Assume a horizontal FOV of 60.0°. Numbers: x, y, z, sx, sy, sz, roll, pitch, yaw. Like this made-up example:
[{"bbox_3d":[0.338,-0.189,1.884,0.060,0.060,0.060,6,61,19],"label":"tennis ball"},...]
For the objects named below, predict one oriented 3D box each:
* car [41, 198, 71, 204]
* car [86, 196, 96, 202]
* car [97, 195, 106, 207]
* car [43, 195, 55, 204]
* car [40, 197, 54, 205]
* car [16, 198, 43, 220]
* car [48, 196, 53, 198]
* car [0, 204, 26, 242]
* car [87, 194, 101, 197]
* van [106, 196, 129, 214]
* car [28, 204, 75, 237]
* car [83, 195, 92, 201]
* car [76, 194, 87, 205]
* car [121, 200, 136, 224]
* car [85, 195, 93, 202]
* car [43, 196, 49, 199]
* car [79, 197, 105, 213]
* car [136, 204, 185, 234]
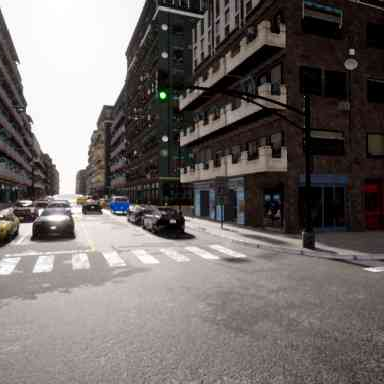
[{"bbox_3d":[-10.573,1.495,26.356,1.882,1.535,5.008,0,0,-21],"label":"car"},{"bbox_3d":[-23.601,1.611,77.402,2.008,1.369,4.403,1,0,-21],"label":"car"},{"bbox_3d":[-11.728,1.558,45.878,1.752,1.417,4.829,1,0,-21],"label":"car"},{"bbox_3d":[-27.464,1.487,63.889,1.967,1.590,4.097,1,0,-21],"label":"car"},{"bbox_3d":[-25.477,1.593,58.607,2.008,1.369,4.403,1,0,-21],"label":"car"},{"bbox_3d":[-13.543,1.457,26.925,1.967,1.590,4.097,1,0,-21],"label":"car"},{"bbox_3d":[-14.205,1.502,36.076,1.882,1.535,5.008,0,0,-20],"label":"car"},{"bbox_3d":[-9.507,1.535,16.204,1.752,1.417,4.829,1,0,-21],"label":"car"},{"bbox_3d":[-17.631,1.361,61.562,2.192,1.841,5.009,1,0,-21],"label":"car"},{"bbox_3d":[-7.688,1.365,35.159,1.690,1.788,3.998,1,0,-21],"label":"van"},{"bbox_3d":[-7.504,1.575,18.198,1.994,1.385,4.181,0,0,-21],"label":"car"},{"bbox_3d":[-27.578,1.621,87.963,2.008,1.369,4.403,1,0,-21],"label":"car"},{"bbox_3d":[-20.516,1.523,61.830,1.882,1.535,5.008,0,0,-21],"label":"car"},{"bbox_3d":[-3.714,1.567,24.597,2.008,1.369,4.403,1,0,-21],"label":"car"},{"bbox_3d":[-25.649,1.590,82.843,1.752,1.417,4.829,1,0,-21],"label":"car"},{"bbox_3d":[-21.499,1.578,48.046,1.887,1.381,4.507,1,0,-21],"label":"car"},{"bbox_3d":[-11.291,1.589,37.331,1.994,1.385,4.181,0,0,-21],"label":"car"},{"bbox_3d":[-1.725,1.579,19.316,1.947,1.339,4.313,1,0,-21],"label":"car"}]
